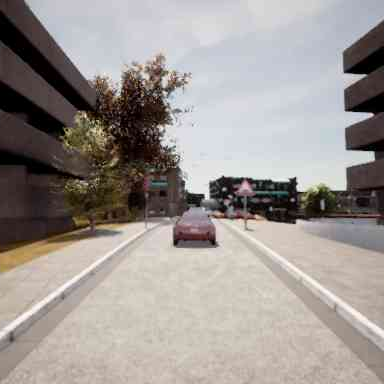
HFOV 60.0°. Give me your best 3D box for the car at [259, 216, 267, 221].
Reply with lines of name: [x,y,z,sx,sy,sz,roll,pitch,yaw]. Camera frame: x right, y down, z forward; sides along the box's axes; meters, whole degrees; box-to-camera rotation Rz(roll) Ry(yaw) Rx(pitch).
car: [13.655,5.652,71.203,1.946,1.575,5.366,8,-6,-30]

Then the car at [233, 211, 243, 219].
car: [7.825,4.908,69.967,2.185,1.767,4.553,7,-6,-30]

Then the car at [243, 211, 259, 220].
car: [10.822,5.093,70.521,2.435,2.045,5.566,8,-6,-30]

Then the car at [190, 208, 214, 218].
car: [1.973,4.331,68.895,2.435,2.045,5.566,2,-5,-30]

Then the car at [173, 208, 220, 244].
car: [0.114,1.652,16.236,1.994,1.385,4.181,0,-1,0]

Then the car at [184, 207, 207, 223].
car: [0.418,2.251,32.350,2.033,1.411,5.357,0,-5,2]

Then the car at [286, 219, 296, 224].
car: [22.626,6.601,72.553,2.002,1.452,4.674,8,-6,-29]

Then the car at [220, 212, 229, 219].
car: [4.852,4.642,69.476,2.185,1.767,4.553,5,-6,-31]
